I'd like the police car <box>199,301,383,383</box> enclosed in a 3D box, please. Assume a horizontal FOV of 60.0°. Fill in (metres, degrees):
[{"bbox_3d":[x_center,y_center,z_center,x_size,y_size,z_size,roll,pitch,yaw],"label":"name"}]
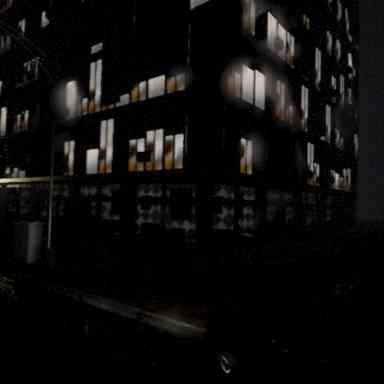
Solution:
[{"bbox_3d":[2.383,1.596,2.613,5.238,1.638,1.930,-1,-3,39],"label":"police car"}]
